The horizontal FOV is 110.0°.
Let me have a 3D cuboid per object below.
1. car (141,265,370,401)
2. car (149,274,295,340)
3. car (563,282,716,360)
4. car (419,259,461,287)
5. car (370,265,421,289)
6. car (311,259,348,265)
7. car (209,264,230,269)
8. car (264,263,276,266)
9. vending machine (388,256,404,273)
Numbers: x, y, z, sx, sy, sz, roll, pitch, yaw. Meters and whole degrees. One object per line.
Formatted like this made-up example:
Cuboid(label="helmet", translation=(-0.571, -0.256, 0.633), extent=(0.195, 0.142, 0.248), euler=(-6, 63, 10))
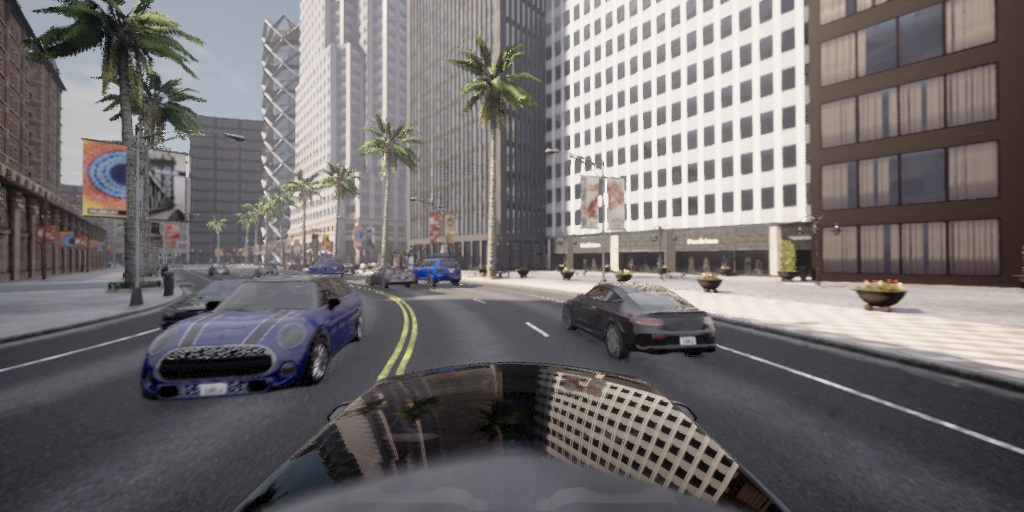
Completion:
Cuboid(label="car", translation=(-4.337, 1.166, 6.877), extent=(2.097, 1.767, 4.553), euler=(0, -1, -11))
Cuboid(label="car", translation=(-9.007, 1.423, 11.843), extent=(2.033, 1.411, 5.357), euler=(0, -1, -19))
Cuboid(label="car", translation=(2.665, 1.333, 8.492), extent=(1.812, 1.442, 4.674), euler=(0, -1, -10))
Cuboid(label="car", translation=(-6.034, 1.244, 27.883), extent=(2.150, 2.045, 5.566), euler=(1, -1, -38))
Cuboid(label="car", translation=(-8.876, 1.559, 25.910), extent=(2.033, 1.411, 5.357), euler=(0, -1, -39))
Cuboid(label="car", translation=(-19.264, 1.376, 37.218), extent=(2.150, 2.045, 5.566), euler=(0, -1, -44))
Cuboid(label="car", translation=(-36.620, 1.773, 44.804), extent=(2.128, 1.511, 4.902), euler=(0, -1, -44))
Cuboid(label="car", translation=(-28.149, 1.782, 41.086), extent=(1.994, 1.385, 4.181), euler=(0, -1, -44))
Cuboid(label="vending machine", translation=(-15.975, 1.456, 49.332), extent=(1.100, 2.100, 0.880), euler=(0, 0, -44))
